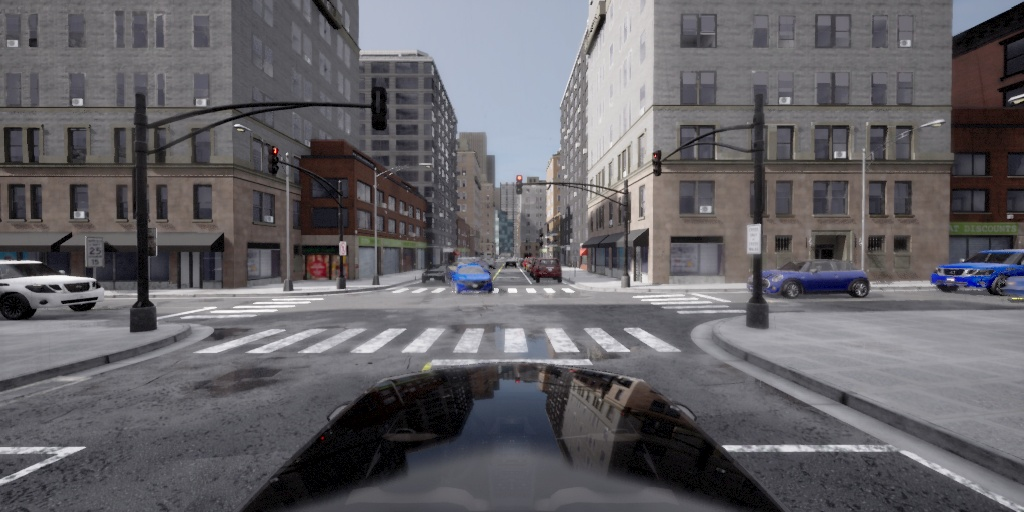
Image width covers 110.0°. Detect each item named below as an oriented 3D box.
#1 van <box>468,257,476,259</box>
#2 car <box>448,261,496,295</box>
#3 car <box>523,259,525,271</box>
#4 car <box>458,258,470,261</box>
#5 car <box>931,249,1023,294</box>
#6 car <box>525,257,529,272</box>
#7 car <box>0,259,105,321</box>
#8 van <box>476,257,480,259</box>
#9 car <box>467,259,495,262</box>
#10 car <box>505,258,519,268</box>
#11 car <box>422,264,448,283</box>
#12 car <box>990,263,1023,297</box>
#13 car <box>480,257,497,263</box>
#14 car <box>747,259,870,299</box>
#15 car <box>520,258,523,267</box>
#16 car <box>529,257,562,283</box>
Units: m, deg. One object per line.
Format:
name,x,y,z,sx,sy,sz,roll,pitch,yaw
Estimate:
van,-5.866,1.094,44.860,1.690,1.789,3.998,0,0,0
car,-2.388,1.229,20.193,1.882,1.535,5.008,0,0,-13
car,2.663,1.279,45.071,1.751,1.417,4.829,0,0,0
car,-5.839,1.279,39.104,1.751,1.417,4.829,0,0,0
car,22.974,0.708,16.533,5.566,2.045,2.150,-1,1,0
car,2.714,1.069,33.729,2.192,1.841,5.009,0,0,0
car,-18.453,1.145,12.964,5.566,2.045,2.150,-1,1,-2
van,-5.893,1.093,50.446,1.690,1.789,3.998,0,0,0
car,-3.263,1.302,37.951,2.033,1.411,5.357,0,0,0
car,-0.181,1.226,61.313,1.882,1.535,5.008,0,0,0
car,-5.786,1.319,28.103,1.948,1.339,4.313,0,0,0
car,21.864,1.084,13.321,5.357,1.411,2.033,-1,1,0
car,-3.315,1.253,52.661,1.837,1.490,4.892,0,1,0
car,13.399,0.938,16.423,4.553,1.767,2.097,-1,1,-1
car,2.638,1.067,50.486,2.192,1.841,5.009,0,0,0
car,2.740,1.068,28.143,2.192,1.841,5.009,0,0,0
